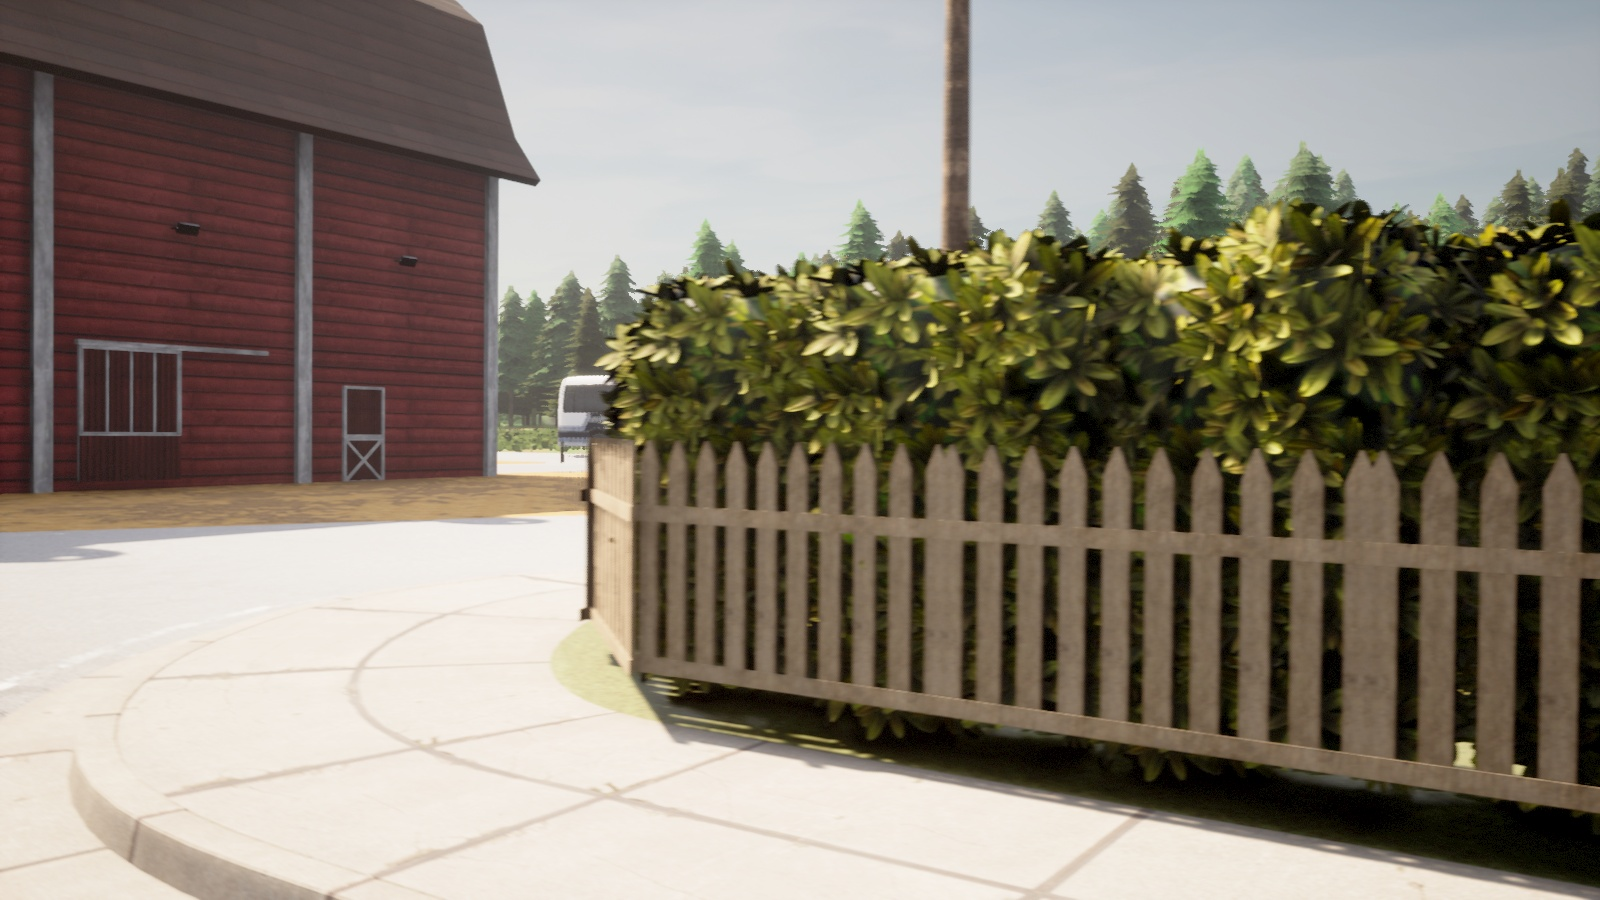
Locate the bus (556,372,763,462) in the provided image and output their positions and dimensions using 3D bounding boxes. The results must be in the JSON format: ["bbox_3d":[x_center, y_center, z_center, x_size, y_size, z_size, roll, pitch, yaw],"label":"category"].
[{"bbox_3d":[-7.221,-1.588,63.598,10.273,4.253,3.944,0,1,34],"label":"bus"}]
